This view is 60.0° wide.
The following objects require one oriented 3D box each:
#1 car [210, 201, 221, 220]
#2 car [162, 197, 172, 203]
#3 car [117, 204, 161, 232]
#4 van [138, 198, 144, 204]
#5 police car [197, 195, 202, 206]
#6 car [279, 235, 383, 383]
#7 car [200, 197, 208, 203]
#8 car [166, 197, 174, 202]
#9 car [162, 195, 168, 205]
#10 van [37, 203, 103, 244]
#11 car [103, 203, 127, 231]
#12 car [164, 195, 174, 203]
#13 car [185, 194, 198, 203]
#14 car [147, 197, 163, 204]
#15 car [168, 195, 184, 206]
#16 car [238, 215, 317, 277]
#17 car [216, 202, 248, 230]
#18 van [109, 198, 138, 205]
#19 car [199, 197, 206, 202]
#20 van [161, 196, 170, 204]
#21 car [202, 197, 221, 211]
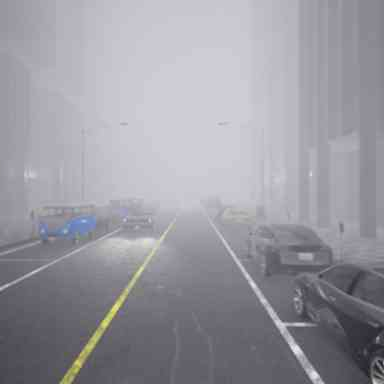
[{"bbox_3d":[2.769,1.682,27.009,1.947,1.339,4.313,0,0,0],"label":"car"},{"bbox_3d":[-5.746,1.912,77.567,2.008,1.369,4.403,0,0,0],"label":"car"},{"bbox_3d":[-3.096,1.690,20.928,1.895,1.301,4.718,0,0,0],"label":"car"},{"bbox_3d":[-5.755,1.482,32.622,1.690,1.788,3.998,0,0,0],"label":"van"},{"bbox_3d":[2.378,1.693,59.198,1.930,1.638,5.238,0,0,0],"label":"police car"},{"bbox_3d":[2.764,1.585,4.534,1.947,1.339,4.313,0,0,0],"label":"car"},{"bbox_3d":[2.779,1.887,77.747,1.752,1.417,4.829,0,0,0],"label":"car"},{"bbox_3d":[-5.744,1.943,88.634,1.752,1.417,4.829,0,0,0],"label":"car"},{"bbox_3d":[-5.749,1.848,66.330,1.887,1.381,4.507,0,0,0],"label":"car"},{"bbox_3d":[-5.758,1.408,15.766,1.690,1.788,3.998,0,0,0],"label":"van"},{"bbox_3d":[-5.757,1.636,21.384,1.887,1.381,4.507,0,0,0],"label":"car"},{"bbox_3d":[-5.745,1.705,83.186,2.192,1.841,5.009,0,0,0],"label":"car"},{"bbox_3d":[0.016,1.445,77.260,2.150,2.045,5.566,0,0,0],"label":"car"},{"bbox_3d":[-5.752,1.744,49.305,1.752,1.417,4.829,0,0,0],"label":"car"},{"bbox_3d":[-3.016,1.763,62.774,1.882,1.535,5.008,0,0,1],"label":"car"},{"bbox_3d":[2.765,1.609,10.152,1.947,1.339,4.313,0,0,0],"label":"car"},{"bbox_3d":[2.768,1.618,21.560,1.752,1.417,4.829,0,0,0],"label":"car"},{"bbox_3d":[-5.756,1.457,27.003,1.690,1.788,3.998,0,0,0],"label":"van"},{"bbox_3d":[2.781,2.000,88.815,1.802,1.307,4.206,0,0,0],"label":"car"},{"bbox_3d":[-5.748,1.673,71.950,1.690,1.788,3.998,0,0,0],"label":"van"},{"bbox_3d":[2.772,1.508,43.867,2.192,1.841,5.009,0,0,0],"label":"car"}]
